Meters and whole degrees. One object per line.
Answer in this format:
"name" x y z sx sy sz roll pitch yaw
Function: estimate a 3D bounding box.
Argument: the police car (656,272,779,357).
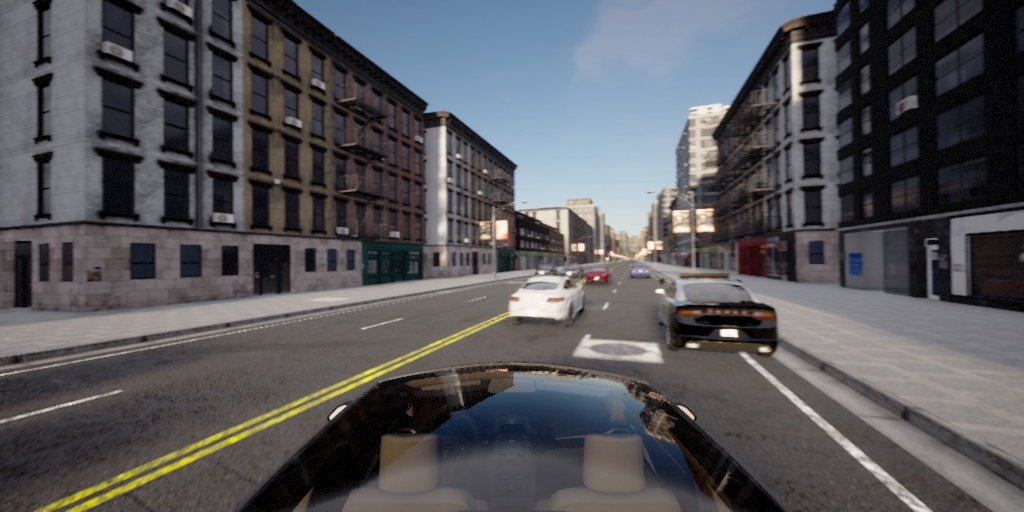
"police car" 4.740 1.209 8.919 1.930 1.638 5.238 -1 -1 19

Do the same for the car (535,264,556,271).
"car" 3.918 1.669 40.607 2.128 1.511 4.902 -1 -1 19

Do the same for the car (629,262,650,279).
"car" 13.253 1.573 37.213 2.033 1.411 5.357 -1 -1 19

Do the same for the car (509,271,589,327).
"car" 1.303 1.389 12.116 1.812 1.442 4.674 -1 -1 19

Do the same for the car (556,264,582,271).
"car" 6.475 1.607 38.036 2.128 1.511 4.902 -1 -1 19

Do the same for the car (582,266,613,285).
"car" 7.085 1.526 29.108 1.812 1.442 4.674 -1 -1 19
